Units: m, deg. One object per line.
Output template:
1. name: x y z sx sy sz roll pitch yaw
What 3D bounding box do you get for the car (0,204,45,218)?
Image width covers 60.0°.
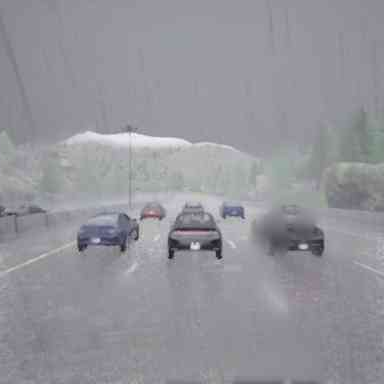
1. car: -14.096 1.686 28.043 1.994 1.385 4.181 0 -1 0

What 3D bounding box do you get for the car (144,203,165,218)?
1. car: -3.400 1.705 29.830 1.994 1.385 4.181 0 -1 0

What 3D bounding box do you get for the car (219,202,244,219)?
1. car: 3.601 1.628 30.714 1.882 1.535 5.008 0 -1 0

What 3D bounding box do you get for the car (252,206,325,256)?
1. car: 3.600 1.523 13.143 1.837 1.490 4.892 0 0 0

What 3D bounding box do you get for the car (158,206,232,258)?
1. car: 0.100 1.508 12.758 2.128 1.511 4.902 0 0 0

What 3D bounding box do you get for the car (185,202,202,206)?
1. car: 0.100 1.625 29.179 2.128 1.511 4.902 0 -1 0

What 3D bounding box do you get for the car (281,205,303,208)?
1. car: 7.100 1.635 24.168 2.033 1.411 5.357 0 0 0

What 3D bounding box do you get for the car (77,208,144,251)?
1. car: -3.400 1.548 14.062 1.812 1.442 4.674 0 0 0
